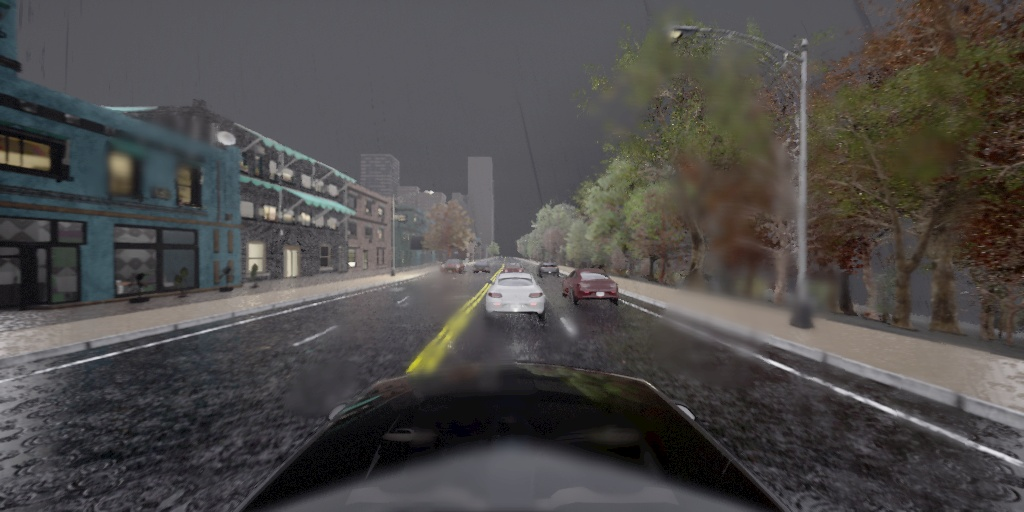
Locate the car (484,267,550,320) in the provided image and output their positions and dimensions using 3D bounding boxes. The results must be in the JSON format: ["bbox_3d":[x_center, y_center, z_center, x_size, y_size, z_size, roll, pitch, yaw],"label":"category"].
[{"bbox_3d":[0.104,1.274,12.472,1.812,1.442,4.674,0,0,0],"label":"car"}]

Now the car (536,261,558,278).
[{"bbox_3d":[3.359,1.235,34.089,2.128,1.511,4.902,0,0,0],"label":"car"}]

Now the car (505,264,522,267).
[{"bbox_3d":[0.109,1.345,33.238,1.895,1.301,4.718,0,0,0],"label":"car"}]

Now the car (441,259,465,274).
[{"bbox_3d":[-6.576,1.095,40.477,2.097,1.767,4.553,0,0,0],"label":"car"}]

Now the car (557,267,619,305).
[{"bbox_3d":[3.341,1.273,15.876,1.812,1.442,4.674,0,0,0],"label":"car"}]

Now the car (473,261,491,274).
[{"bbox_3d":[-3.329,1.290,40.660,2.033,1.411,5.357,0,0,0],"label":"car"}]
